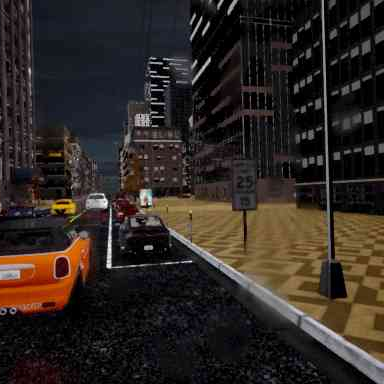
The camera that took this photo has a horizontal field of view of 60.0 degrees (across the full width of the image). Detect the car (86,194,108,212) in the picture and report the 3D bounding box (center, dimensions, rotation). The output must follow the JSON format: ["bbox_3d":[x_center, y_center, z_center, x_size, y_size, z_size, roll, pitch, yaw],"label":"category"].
[{"bbox_3d":[-10.641,1.200,37.400,2.150,2.045,5.566,-2,0,-13],"label":"car"}]

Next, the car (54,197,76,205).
[{"bbox_3d":[-12.938,1.541,33.666,1.882,1.535,5.008,-2,0,-13],"label":"car"}]

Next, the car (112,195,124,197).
[{"bbox_3d":[-8.431,1.431,39.545,1.752,1.417,4.829,-1,0,-14],"label":"car"}]

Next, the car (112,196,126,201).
[{"bbox_3d":[-7.084,1.455,33.976,1.887,1.381,4.507,-1,0,-14],"label":"car"}]

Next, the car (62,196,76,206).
[{"bbox_3d":[-21.766,1.551,59.024,1.967,1.590,4.097,-1,0,-14],"label":"car"}]

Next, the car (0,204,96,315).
[{"bbox_3d":[-3.444,1.357,7.445,2.097,1.767,4.553,-2,0,-14],"label":"car"}]

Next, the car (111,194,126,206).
[{"bbox_3d":[-12.318,1.208,55.589,2.192,1.841,5.009,-1,0,-14],"label":"car"}]

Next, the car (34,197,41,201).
[{"bbox_3d":[-38.752,1.659,80.020,4.507,1.381,1.887,-1,-1,-14],"label":"car"}]

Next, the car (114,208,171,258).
[{"bbox_3d":[-1.854,1.481,12.362,2.008,1.369,4.403,-1,0,-14],"label":"car"}]

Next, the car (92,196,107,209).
[{"bbox_3d":[-13.110,1.448,47.405,1.882,1.535,5.008,-2,0,-13],"label":"car"}]

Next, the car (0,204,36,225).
[{"bbox_3d":[-13.919,1.720,26.603,1.802,1.307,4.206,-1,0,-14],"label":"car"}]

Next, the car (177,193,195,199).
[{"bbox_3d":[-1.798,1.136,89.295,4.097,1.590,1.967,-1,-1,-14],"label":"car"}]

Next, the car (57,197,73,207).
[{"bbox_3d":[-20.417,1.641,53.456,1.752,1.417,4.829,-1,0,-14],"label":"car"}]

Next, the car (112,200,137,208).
[{"bbox_3d":[-4.468,1.502,23.169,1.802,1.307,4.206,-1,0,-14],"label":"car"}]

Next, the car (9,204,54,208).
[{"bbox_3d":[-9.201,1.568,18.079,2.128,1.511,4.902,-2,0,-14],"label":"car"}]

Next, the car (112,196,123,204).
[{"bbox_3d":[-13.622,1.433,60.994,1.887,1.381,4.507,-1,0,-14],"label":"car"}]
